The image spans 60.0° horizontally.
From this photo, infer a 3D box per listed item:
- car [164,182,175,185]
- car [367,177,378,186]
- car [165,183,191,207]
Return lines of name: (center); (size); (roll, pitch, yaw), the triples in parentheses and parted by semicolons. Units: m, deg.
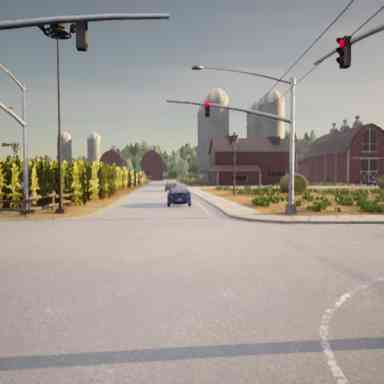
car: (-3.370, -0.861, 52.888); (2.128, 1.511, 4.902); (0, 3, -5)
car: (42.327, -2.402, 77.601); (1.905, 1.878, 3.866); (10, 10, 41)
car: (-1.127, 0.320, 27.659); (1.882, 1.535, 5.008); (0, 3, -5)
